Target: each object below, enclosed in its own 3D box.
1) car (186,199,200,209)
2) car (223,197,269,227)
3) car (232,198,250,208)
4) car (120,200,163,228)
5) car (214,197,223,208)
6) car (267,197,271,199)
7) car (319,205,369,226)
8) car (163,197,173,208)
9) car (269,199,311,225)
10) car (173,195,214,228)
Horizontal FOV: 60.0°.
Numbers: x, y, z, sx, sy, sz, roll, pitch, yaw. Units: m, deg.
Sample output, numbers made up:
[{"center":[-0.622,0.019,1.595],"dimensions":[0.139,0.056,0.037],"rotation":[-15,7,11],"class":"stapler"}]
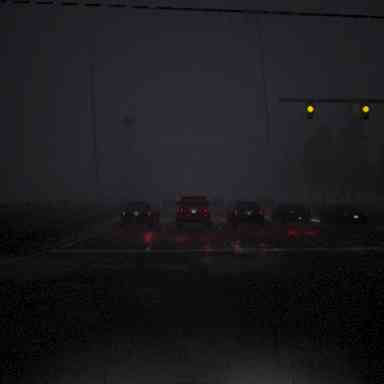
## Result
[{"center":[0.093,1.627,46.810],"dimensions":[1.895,1.301,4.718],"rotation":[0,0,0],"class":"car"},{"center":[3.596,1.365,23.138],"dimensions":[2.097,1.767,4.553],"rotation":[0,0,0],"class":"car"},{"center":[7.092,1.591,48.835],"dimensions":[1.994,1.385,4.181],"rotation":[0,0,0],"class":"car"},{"center":[-3.405,1.365,22.545],"dimensions":[2.097,1.767,4.553],"rotation":[0,0,0],"class":"car"},{"center":[3.592,1.532,48.281],"dimensions":[1.837,1.490,4.892],"rotation":[0,0,0],"class":"car"},{"center":[10.590,1.531,48.236],"dimensions":[1.837,1.490,4.892],"rotation":[0,0,0],"class":"car"},{"center":[10.595,1.577,23.500],"dimensions":[1.994,1.385,4.181],"rotation":[0,0,0],"class":"car"},{"center":[-3.408,1.505,49.827],"dimensions":[1.882,1.535,5.008],"rotation":[0,0,0],"class":"car"},{"center":[7.095,1.505,24.254],"dimensions":[2.128,1.511,4.902],"rotation":[0,0,0],"class":"car"},{"center":[0.096,1.234,22.295],"dimensions":[2.150,2.045,5.566],"rotation":[0,0,0],"class":"car"}]
